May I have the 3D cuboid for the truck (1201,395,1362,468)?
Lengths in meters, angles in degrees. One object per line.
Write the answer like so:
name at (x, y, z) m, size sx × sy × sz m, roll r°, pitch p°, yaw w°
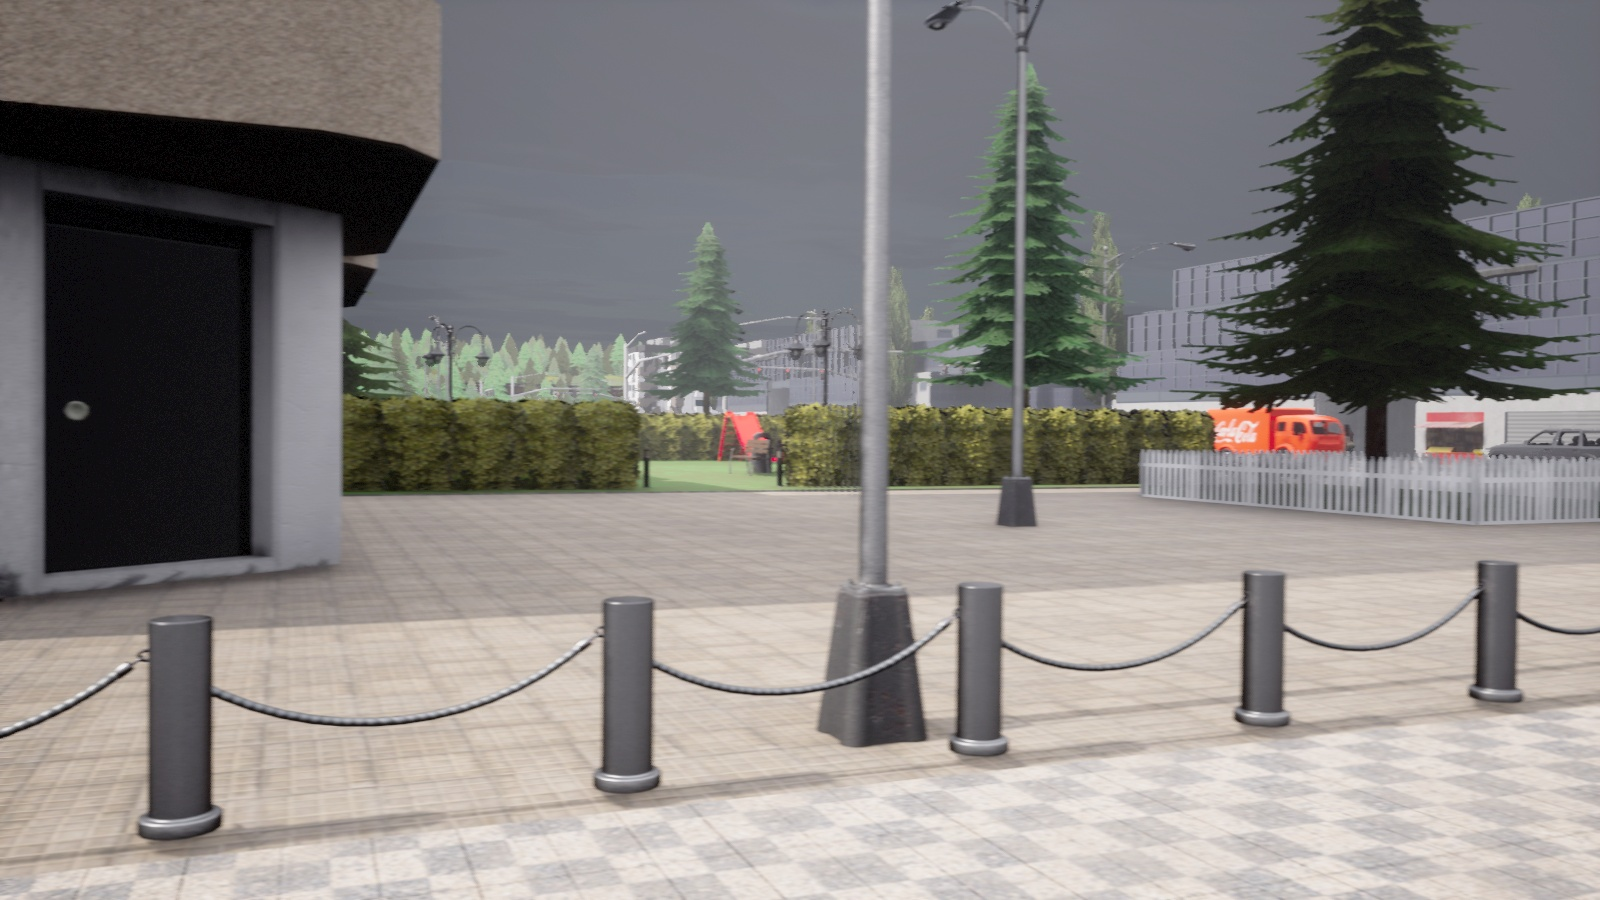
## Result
truck at (17.446, -0.684, 45.844) m, size 2.627 × 2.467 × 5.204 m, roll -1°, pitch 1°, yaw -22°

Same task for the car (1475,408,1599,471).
car at (23.865, -0.348, 39.333) m, size 1.932 × 1.855 × 4.605 m, roll -1°, pitch 1°, yaw -22°
